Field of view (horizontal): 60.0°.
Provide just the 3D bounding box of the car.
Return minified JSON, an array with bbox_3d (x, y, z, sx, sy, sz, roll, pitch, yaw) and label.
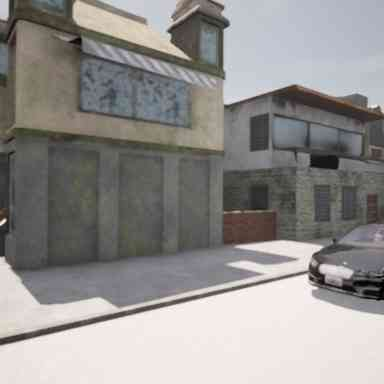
[{"bbox_3d":[4.868,1.587,8.316,4.902,1.511,2.128,1,0,-37],"label":"car"}]
